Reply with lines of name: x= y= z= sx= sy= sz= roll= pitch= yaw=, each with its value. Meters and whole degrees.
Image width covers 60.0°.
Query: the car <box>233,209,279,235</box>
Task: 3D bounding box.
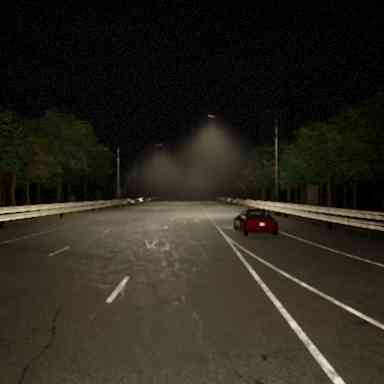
car: x=3.650 y=1.702 z=19.621 sx=1.994 sy=1.385 sz=4.181 roll=0 pitch=0 yaw=-2
